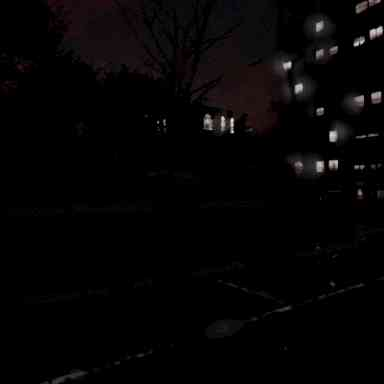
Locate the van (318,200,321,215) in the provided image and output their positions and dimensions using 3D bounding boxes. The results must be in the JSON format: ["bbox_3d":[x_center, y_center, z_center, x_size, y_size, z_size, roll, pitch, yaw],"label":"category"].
[{"bbox_3d":[10.630,1.621,32.687,1.690,1.788,3.998,-1,0,-36],"label":"van"}]
